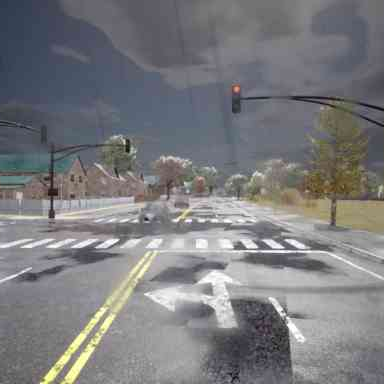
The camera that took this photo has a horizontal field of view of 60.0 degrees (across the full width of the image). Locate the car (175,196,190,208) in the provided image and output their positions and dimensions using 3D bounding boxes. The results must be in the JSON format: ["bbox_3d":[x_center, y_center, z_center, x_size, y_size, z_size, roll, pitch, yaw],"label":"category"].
[{"bbox_3d":[-1.542,1.422,50.782,2.097,1.767,4.553,0,0,3],"label":"car"}]

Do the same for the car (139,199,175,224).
[{"bbox_3d":[-2.752,1.524,25.210,2.128,1.511,4.902,0,0,2],"label":"car"}]
